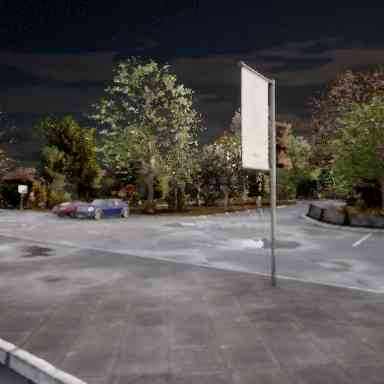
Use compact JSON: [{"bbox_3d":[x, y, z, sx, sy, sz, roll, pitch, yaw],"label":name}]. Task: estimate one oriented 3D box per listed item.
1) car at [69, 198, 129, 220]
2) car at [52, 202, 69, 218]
[{"bbox_3d":[-7.463,1.344,27.918,2.185,1.767,4.553,0,0,35],"label":"car"},{"bbox_3d":[-10.086,1.514,29.700,2.002,1.452,4.674,0,0,35],"label":"car"}]
